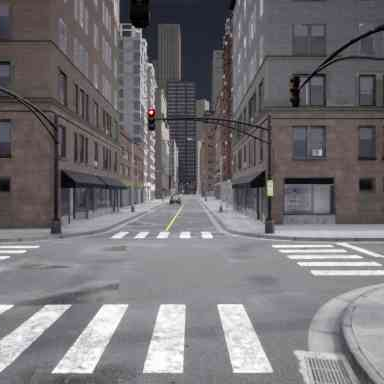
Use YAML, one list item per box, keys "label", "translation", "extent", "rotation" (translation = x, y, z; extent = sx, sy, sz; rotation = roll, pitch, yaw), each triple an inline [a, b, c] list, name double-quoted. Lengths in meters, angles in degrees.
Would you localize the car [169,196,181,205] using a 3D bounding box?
- label: "car"
  translation: [-2.979, 1.457, 59.658]
  extent: [1.882, 1.535, 5.008]
  rotation: [0, 0, 0]
